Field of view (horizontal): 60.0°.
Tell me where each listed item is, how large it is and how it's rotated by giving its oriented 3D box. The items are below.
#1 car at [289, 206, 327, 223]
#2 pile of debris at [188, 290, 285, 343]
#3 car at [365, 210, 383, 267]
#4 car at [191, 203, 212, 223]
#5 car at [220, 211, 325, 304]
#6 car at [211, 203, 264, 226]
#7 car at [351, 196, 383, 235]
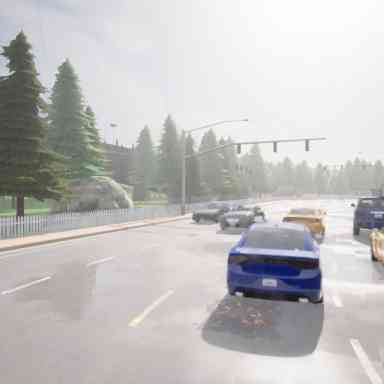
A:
[{"bbox_3d":[6.017,1.478,17.675,1.882,1.535,5.008,0,0,24],"label":"car"},{"bbox_3d":[0.911,2.175,6.049,1.500,0.140,1.860,0,0,16],"label":"pile of debris"},{"bbox_3d":[6.150,1.478,9.041,1.882,1.535,5.008,0,0,21],"label":"car"},{"bbox_3d":[1.810,1.547,25.733,2.033,1.411,5.357,0,0,25],"label":"car"},{"bbox_3d":[2.191,1.478,8.349,1.882,1.535,5.008,0,0,19],"label":"car"},{"bbox_3d":[3.226,1.492,20.484,2.128,1.511,4.902,0,0,25],"label":"car"},{"bbox_3d":[10.050,1.223,18.266,2.150,2.045,5.566,0,0,26],"label":"car"}]
